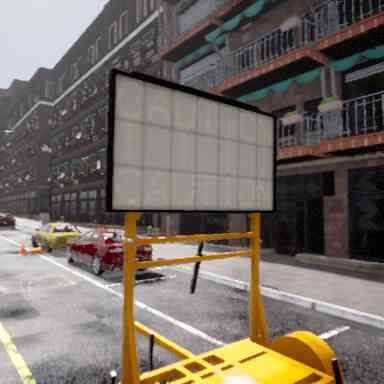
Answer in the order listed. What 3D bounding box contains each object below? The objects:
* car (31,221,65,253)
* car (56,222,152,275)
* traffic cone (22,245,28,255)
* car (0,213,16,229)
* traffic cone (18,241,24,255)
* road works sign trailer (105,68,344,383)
[{"bbox_3d":[-6.664,2.099,16.468,1.752,1.417,4.829,5,-4,-38],"label":"car"},{"bbox_3d":[-3.132,1.994,11.992,1.887,1.381,4.507,5,-4,-38],"label":"car"},{"bbox_3d":[-6.902,2.561,14.456,0.580,0.340,0.340,3,-3,-39],"label":"traffic cone"},{"bbox_3d":[-16.838,2.489,29.350,1.887,1.381,4.507,5,-4,-38],"label":"car"},{"bbox_3d":[-7.405,2.438,14.550,0.340,0.580,0.340,3,-3,-38],"label":"traffic cone"},{"bbox_3d":[0.009,0.635,3.895,2.380,3.560,2.880,3,-3,-38],"label":"road works sign trailer"}]
